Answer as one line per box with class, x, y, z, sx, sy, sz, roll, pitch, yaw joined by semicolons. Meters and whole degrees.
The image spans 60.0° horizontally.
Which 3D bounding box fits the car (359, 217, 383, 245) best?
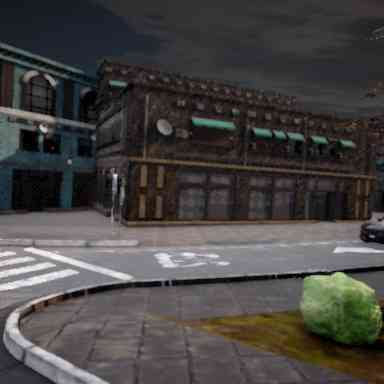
car;10.100;1.715;15.738;5.008;1.535;1.882;1;3;-28
